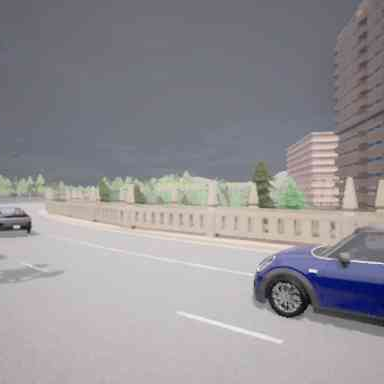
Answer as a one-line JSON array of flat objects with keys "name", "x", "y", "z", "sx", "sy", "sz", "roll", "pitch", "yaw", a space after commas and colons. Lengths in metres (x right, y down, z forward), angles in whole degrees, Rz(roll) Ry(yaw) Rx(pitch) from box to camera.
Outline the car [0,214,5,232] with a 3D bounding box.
[{"name": "car", "x": -8.670, "y": 1.568, "z": 11.780, "sx": 4.902, "sy": 1.511, "sz": 2.128, "roll": 0, "pitch": 0, "yaw": 44}]

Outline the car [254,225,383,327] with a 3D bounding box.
[{"name": "car", "x": 3.429, "y": 1.388, "z": 5.989, "sx": 4.553, "sy": 1.767, "sz": 2.097, "roll": 0, "pitch": -1, "yaw": 36}]

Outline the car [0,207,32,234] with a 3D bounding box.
[{"name": "car", "x": -10.694, "y": 1.613, "z": 19.096, "sx": 2.128, "sy": 1.511, "sz": 4.902, "roll": 0, "pitch": 0, "yaw": -41}]
